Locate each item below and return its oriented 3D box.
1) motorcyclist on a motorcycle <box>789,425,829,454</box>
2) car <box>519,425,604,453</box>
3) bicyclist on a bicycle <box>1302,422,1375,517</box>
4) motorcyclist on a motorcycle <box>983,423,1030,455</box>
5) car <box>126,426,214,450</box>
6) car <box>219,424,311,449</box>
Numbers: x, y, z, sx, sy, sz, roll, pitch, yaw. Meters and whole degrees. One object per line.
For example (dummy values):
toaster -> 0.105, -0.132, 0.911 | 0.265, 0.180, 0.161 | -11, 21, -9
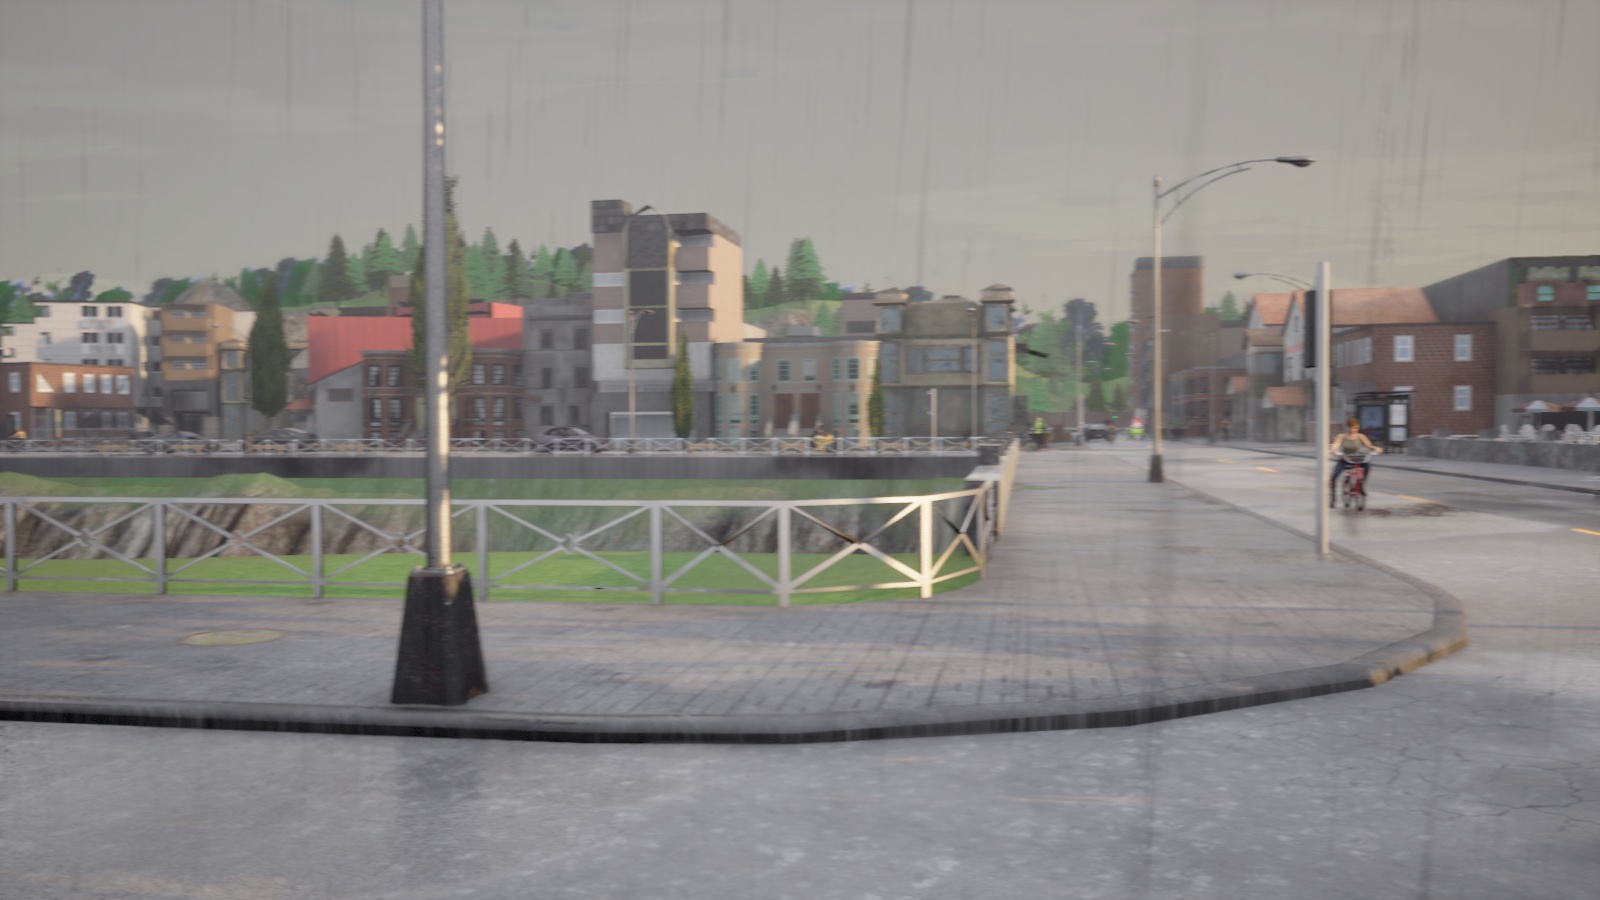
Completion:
motorcyclist on a motorcycle -> 0.487, -0.575, 66.451 | 2.044, 1.523, 0.797 | 0, 1, 10
car -> -13.070, -0.619, 68.828 | 4.193, 1.474, 1.816 | 0, 1, 10
bicyclist on a bicycle -> 9.512, 0.316, 22.239 | 0.866, 1.612, 1.509 | 0, 1, 10
motorcyclist on a motorcycle -> 10.654, -0.555, 64.881 | 2.350, 1.649, 0.766 | 0, 1, 5
car -> -36.571, -0.701, 72.947 | 4.181, 1.385, 1.994 | 0, 1, 10
car -> -32.484, -0.821, 76.289 | 4.892, 1.490, 1.837 | 0, 1, 10
